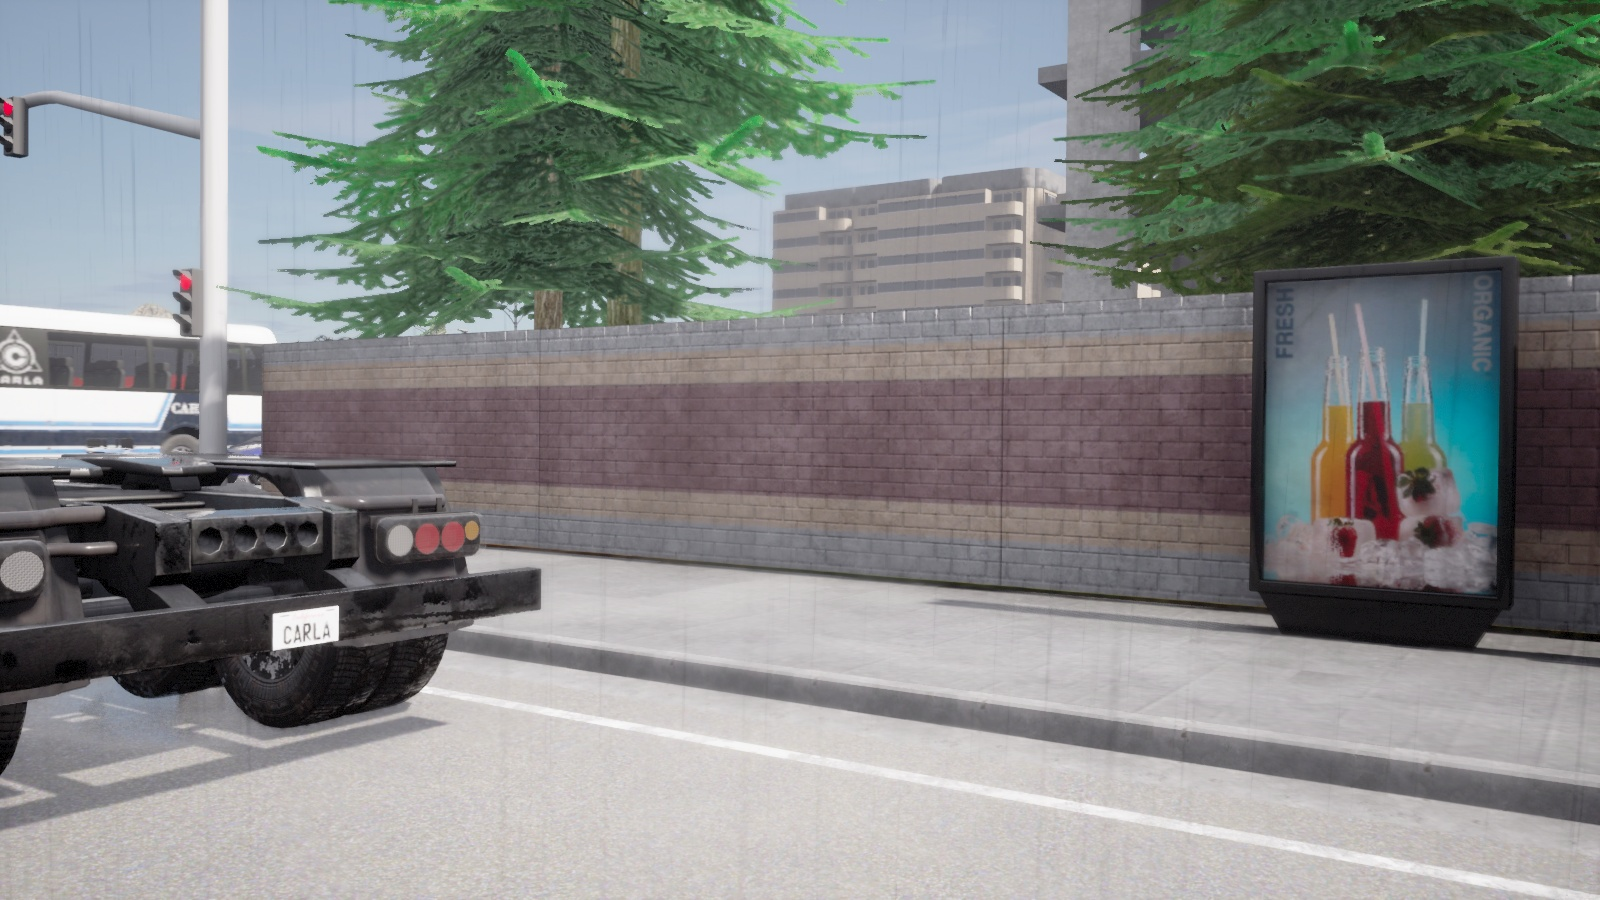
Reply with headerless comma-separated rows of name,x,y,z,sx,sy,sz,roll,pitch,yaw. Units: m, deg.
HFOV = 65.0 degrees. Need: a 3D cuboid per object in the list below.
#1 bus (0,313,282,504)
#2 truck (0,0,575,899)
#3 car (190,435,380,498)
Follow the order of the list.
bus,-18.382,-0.950,30.482,3.944,4.253,10.273,0,1,33
truck,-5.216,-0.300,7.067,7.936,3.462,2.891,0,1,34
car,-13.096,0.369,32.173,1.816,1.474,4.193,0,1,33
